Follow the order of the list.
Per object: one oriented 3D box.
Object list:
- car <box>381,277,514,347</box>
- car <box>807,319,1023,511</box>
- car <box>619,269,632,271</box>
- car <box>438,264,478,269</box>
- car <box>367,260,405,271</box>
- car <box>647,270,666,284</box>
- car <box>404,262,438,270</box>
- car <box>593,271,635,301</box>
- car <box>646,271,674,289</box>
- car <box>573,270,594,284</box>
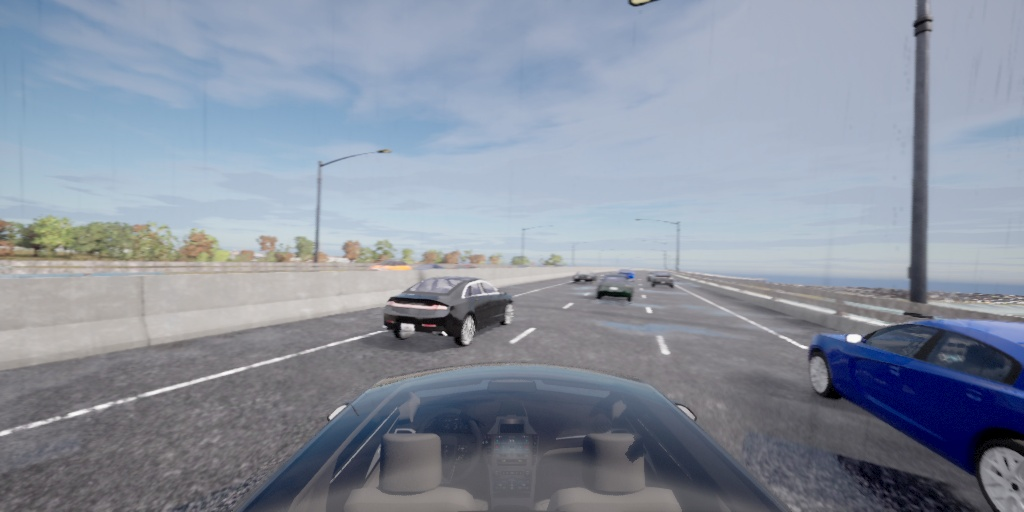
[{"bbox_3d":[-1.394,1.309,9.698,2.128,1.511,4.902,2,-1,18],"label":"car"},{"bbox_3d":[5.234,1.433,3.863,1.882,1.535,5.008,2,-1,18],"label":"car"},{"bbox_3d":[13.571,2.287,42.885,1.882,1.535,5.008,2,-1,19],"label":"car"},{"bbox_3d":[-4.583,1.542,33.842,1.882,1.535,5.008,2,-1,19],"label":"car"},{"bbox_3d":[-11.766,1.185,34.448,2.097,1.767,4.553,2,-1,19],"label":"car"},{"bbox_3d":[17.576,2.523,43.840,1.994,1.385,4.181,2,-1,20],"label":"car"},{"bbox_3d":[-8.018,1.487,34.615,1.812,1.442,4.674,2,-1,19],"label":"car"},{"bbox_3d":[6.231,1.808,21.559,1.994,1.385,4.181,2,-1,19],"label":"car"},{"bbox_3d":[14.079,2.179,33.750,2.128,1.511,4.902,2,-1,19],"label":"car"},{"bbox_3d":[7.385,2.094,35.781,1.895,1.301,4.718,2,-1,19],"label":"car"}]
